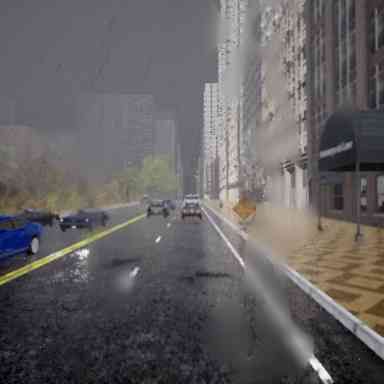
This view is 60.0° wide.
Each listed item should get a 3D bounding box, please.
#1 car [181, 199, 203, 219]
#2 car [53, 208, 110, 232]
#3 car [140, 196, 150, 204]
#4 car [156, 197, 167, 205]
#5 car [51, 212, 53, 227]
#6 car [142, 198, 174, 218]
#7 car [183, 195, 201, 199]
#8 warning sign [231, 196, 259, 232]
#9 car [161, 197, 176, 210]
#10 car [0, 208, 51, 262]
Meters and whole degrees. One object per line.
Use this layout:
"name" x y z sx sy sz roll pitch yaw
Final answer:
"car" -0.004 1.656 30.055 2.033 1.411 5.357 0 0 0
"car" -6.594 1.664 20.790 1.895 1.301 4.718 0 0 0
"car" -9.764 1.736 70.998 2.097 1.767 4.553 0 -1 0
"car" -6.514 1.905 70.967 1.812 1.442 4.674 0 -1 0
"car" -9.845 1.662 20.301 1.895 1.301 4.718 0 0 0
"car" -3.157 1.609 31.751 2.128 1.511 4.902 0 0 0
"car" 0.035 1.416 44.532 2.150 2.045 5.566 0 0 1
"warning sign" 2.825 1.168 17.968 1.300 1.860 1.060 -1 -2 0
"car" -3.187 1.718 44.643 1.812 1.442 4.674 0 0 0
"car" -6.598 1.504 10.614 1.882 1.535 5.008 0 0 0
